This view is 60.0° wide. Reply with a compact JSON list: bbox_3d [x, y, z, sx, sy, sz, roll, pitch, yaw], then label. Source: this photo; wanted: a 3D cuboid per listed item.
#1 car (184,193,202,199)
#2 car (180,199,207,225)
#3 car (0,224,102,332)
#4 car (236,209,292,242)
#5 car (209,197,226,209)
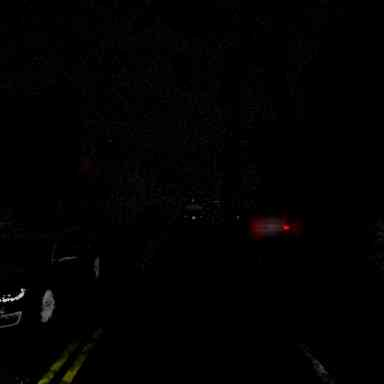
[{"bbox_3d":[0.125,1.152,45.065,2.150,2.045,5.566,0,0,0],"label":"car"},{"bbox_3d":[0.111,1.502,24.064,1.812,1.442,4.674,0,0,0],"label":"car"},{"bbox_3d":[-3.312,1.511,7.050,1.837,1.490,4.892,0,-1,0],"label":"car"},{"bbox_3d":[3.357,1.544,16.341,2.033,1.411,5.357,0,0,0],"label":"car"},{"bbox_3d":[3.373,1.423,44.055,2.128,1.511,4.902,0,0,0],"label":"car"}]
